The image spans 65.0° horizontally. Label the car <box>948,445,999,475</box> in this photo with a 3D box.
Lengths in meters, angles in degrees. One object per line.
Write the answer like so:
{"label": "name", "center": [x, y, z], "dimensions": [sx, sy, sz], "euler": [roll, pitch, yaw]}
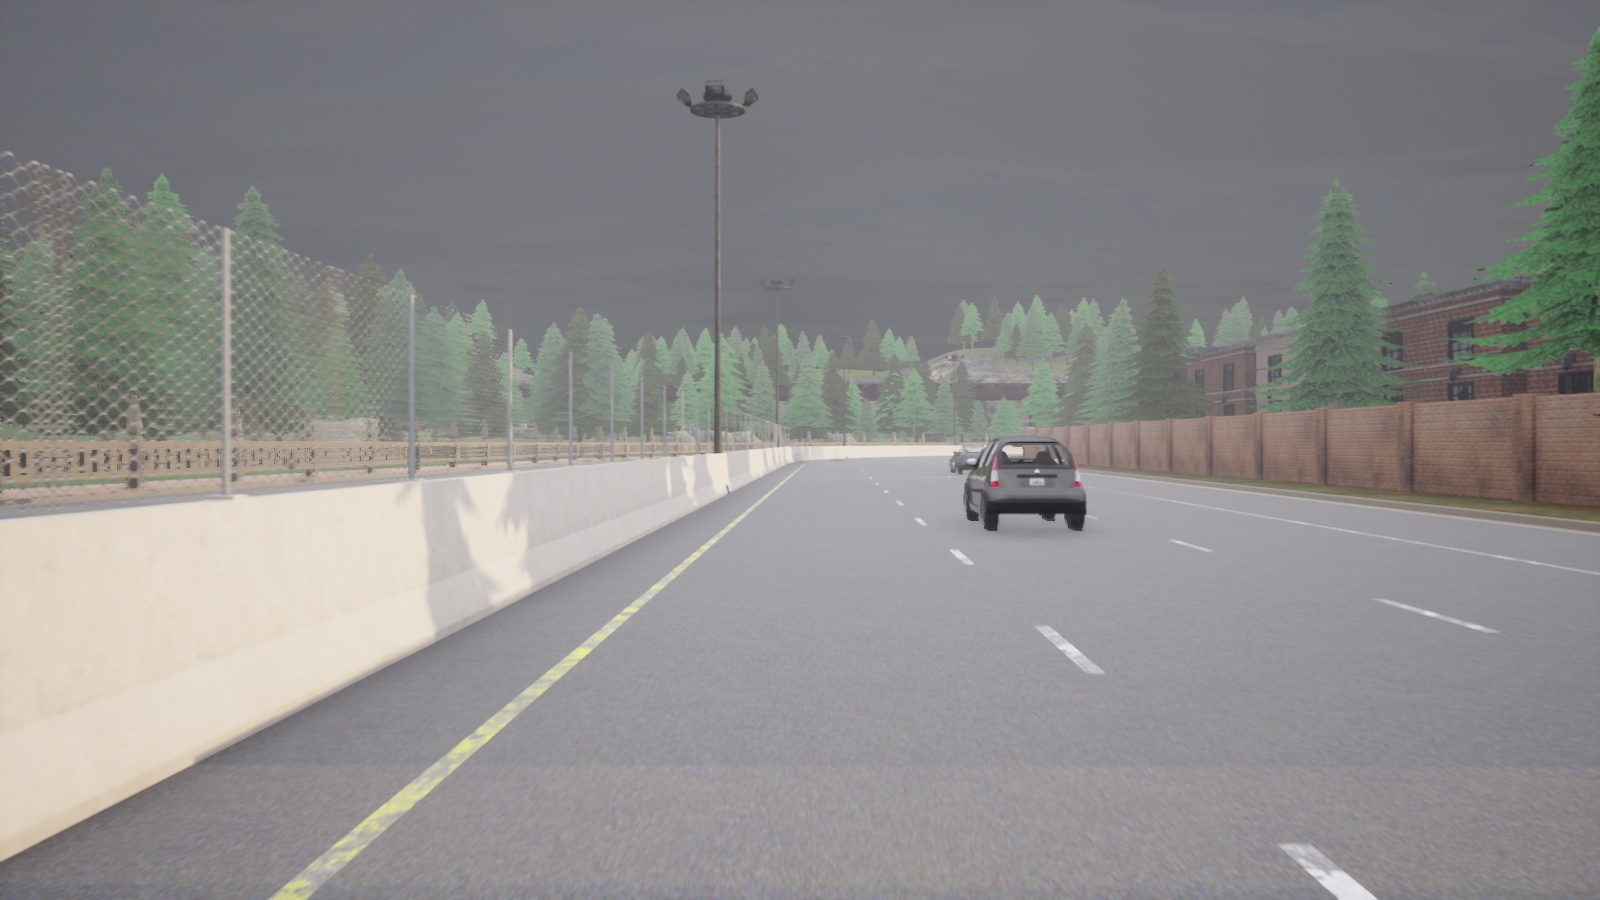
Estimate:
{"label": "car", "center": [8.409, 0.474, 61.166], "dimensions": [1.994, 1.385, 4.181], "euler": [0, 0, 1]}

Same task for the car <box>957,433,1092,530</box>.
{"label": "car", "center": [4.015, 0.518, 23.098], "dimensions": [1.851, 1.617, 3.988], "euler": [0, 0, 1]}
